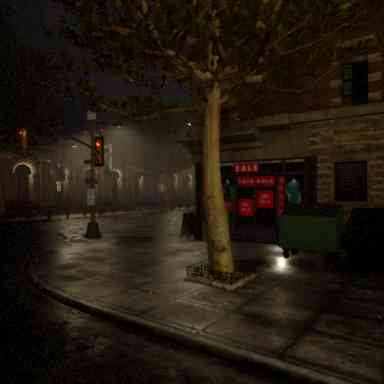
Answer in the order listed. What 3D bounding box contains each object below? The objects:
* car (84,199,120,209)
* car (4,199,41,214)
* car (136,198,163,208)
[{"bbox_3d":[-12.153,1.595,45.125,1.895,1.301,4.718,0,0,36],"label":"car"},{"bbox_3d":[-17.390,1.477,32.554,1.882,1.535,5.008,0,0,36],"label":"car"},{"bbox_3d":[-6.059,1.564,48.149,1.994,1.385,4.181,0,0,36],"label":"car"}]
